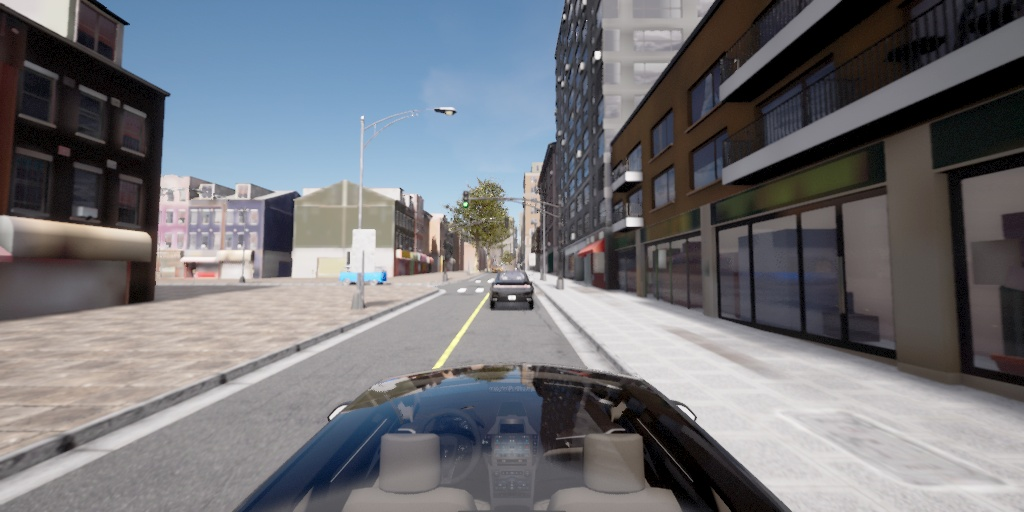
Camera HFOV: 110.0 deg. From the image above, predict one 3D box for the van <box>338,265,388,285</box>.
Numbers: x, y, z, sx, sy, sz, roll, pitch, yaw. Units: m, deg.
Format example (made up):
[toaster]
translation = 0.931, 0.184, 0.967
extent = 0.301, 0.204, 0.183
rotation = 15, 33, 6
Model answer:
[van]
translation = -12.923, 1.674, 31.168
extent = 3.998, 1.789, 1.690
rotation = 0, 0, 0

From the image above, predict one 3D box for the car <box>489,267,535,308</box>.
[car]
translation = 0.006, 1.421, 16.193
extent = 2.128, 1.511, 4.902
rotation = 0, -1, 0
